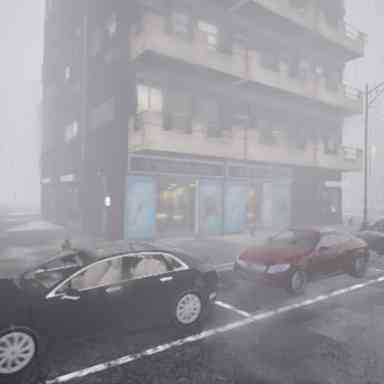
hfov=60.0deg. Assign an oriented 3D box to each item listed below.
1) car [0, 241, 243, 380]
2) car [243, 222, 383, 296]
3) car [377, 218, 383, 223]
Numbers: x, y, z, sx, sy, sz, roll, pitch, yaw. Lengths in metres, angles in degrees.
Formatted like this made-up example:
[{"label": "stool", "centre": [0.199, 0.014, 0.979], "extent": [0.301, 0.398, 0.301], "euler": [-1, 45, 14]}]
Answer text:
[{"label": "car", "centre": [-1.531, 1.549, 5.409], "extent": [4.403, 1.369, 2.008], "euler": [0, 1, -35]}, {"label": "car", "centre": [2.979, 1.575, 8.627], "extent": [4.206, 1.307, 1.802], "euler": [0, 1, -35]}, {"label": "car", "centre": [7.489, 1.554, 11.844], "extent": [4.313, 1.339, 1.947], "euler": [0, 1, -35]}]
